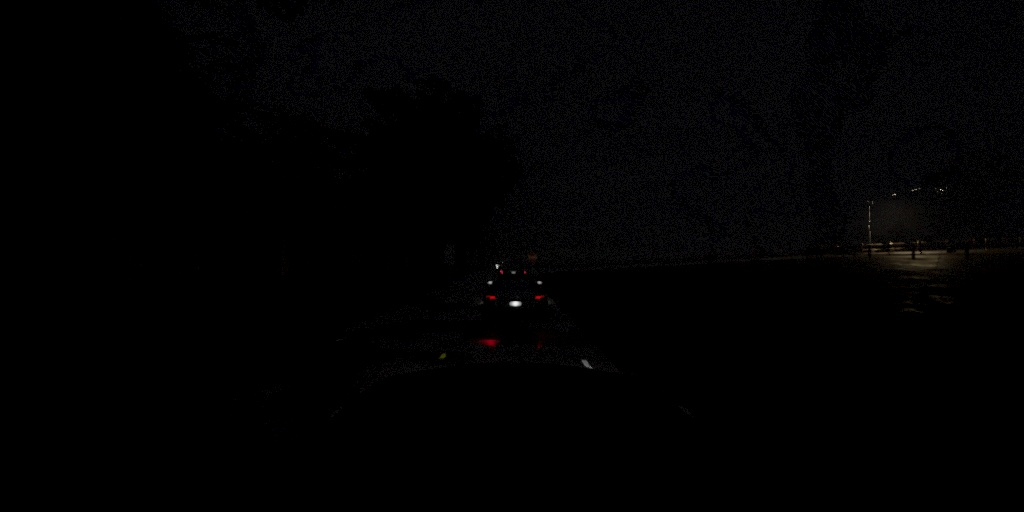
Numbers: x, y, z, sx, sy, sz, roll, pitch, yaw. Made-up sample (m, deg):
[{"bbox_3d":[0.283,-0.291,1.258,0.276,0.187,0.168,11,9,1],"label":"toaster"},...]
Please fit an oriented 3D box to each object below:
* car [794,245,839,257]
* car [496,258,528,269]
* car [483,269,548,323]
[{"bbox_3d":[39.310,-0.702,46.364,4.902,1.511,2.128,-3,1,1],"label":"car"},{"bbox_3d":[0.101,1.125,25.516,2.097,1.767,4.553,0,0,0],"label":"car"},{"bbox_3d":[0.100,1.319,12.126,1.994,1.385,4.181,0,0,0],"label":"car"}]
